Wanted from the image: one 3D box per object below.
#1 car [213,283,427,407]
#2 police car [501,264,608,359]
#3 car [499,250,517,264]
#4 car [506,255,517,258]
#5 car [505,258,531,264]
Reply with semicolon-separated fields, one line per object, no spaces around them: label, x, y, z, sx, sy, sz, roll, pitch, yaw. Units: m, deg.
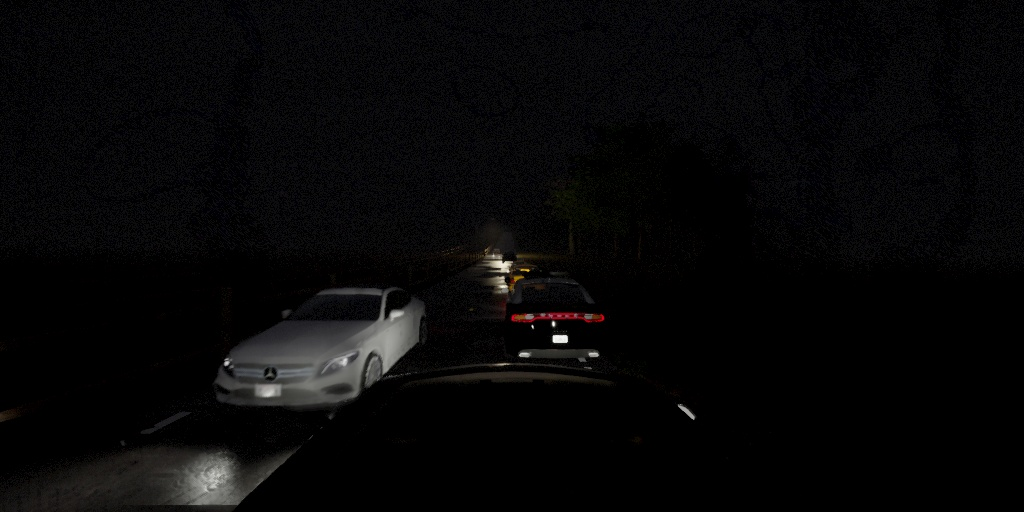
car;-2.784;1.261;6.405;1.812;1.442;4.674;0;0;0
police car;0.775;1.149;8.499;1.930;1.638;5.238;0;0;0
car;-0.355;0.112;51.823;2.097;1.767;4.553;0;2;0
car;0.638;0.969;24.574;1.801;1.575;5.366;0;1;0
car;0.689;1.072;18.576;1.801;1.575;5.366;0;1;0
